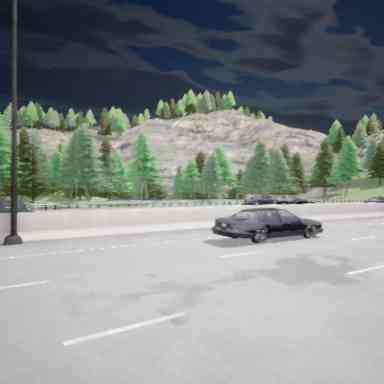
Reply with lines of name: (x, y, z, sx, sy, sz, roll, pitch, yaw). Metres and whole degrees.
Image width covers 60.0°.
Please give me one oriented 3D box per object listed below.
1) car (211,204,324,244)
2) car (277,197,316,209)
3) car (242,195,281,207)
car: (3.477, 1.413, 14.932, 5.357, 1.411, 2.033, 0, 1, -30)
car: (12.817, 1.272, 40.714, 4.718, 1.301, 1.895, 0, 1, -30)
car: (8.880, 1.124, 42.460, 4.892, 1.490, 1.837, 0, 1, -30)
